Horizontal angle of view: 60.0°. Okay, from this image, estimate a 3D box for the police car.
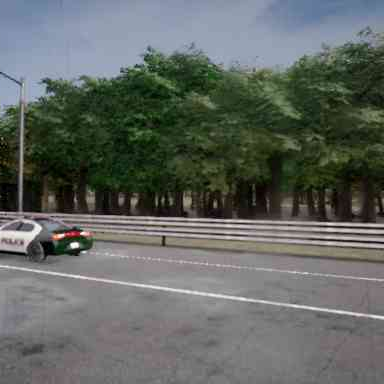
[{"bbox_3d":[-6.331,1.736,12.956,4.974,1.542,2.038,0,-2,27],"label":"police car"}]
